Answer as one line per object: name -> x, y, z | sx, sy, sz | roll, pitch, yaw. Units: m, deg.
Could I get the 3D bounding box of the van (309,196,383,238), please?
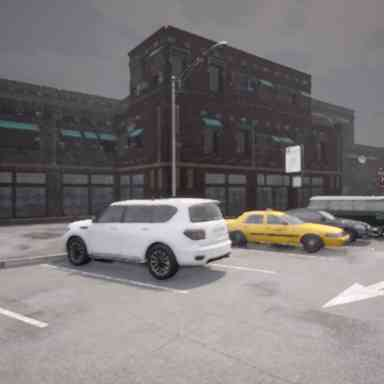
van -> 8.028, 1.220, 17.401 | 4.442, 1.987, 1.878 | -1, -1, 33

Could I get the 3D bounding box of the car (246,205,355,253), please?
car -> 3.474, 1.462, 13.642 | 5.366, 1.575, 1.946 | -1, -1, 33

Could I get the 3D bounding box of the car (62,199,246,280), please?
car -> -1.523, 1.242, 10.149 | 5.566, 2.045, 2.435 | -1, 0, 33

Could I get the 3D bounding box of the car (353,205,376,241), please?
car -> 5.723, 1.496, 15.547 | 4.674, 1.452, 2.002 | -1, -1, 33
